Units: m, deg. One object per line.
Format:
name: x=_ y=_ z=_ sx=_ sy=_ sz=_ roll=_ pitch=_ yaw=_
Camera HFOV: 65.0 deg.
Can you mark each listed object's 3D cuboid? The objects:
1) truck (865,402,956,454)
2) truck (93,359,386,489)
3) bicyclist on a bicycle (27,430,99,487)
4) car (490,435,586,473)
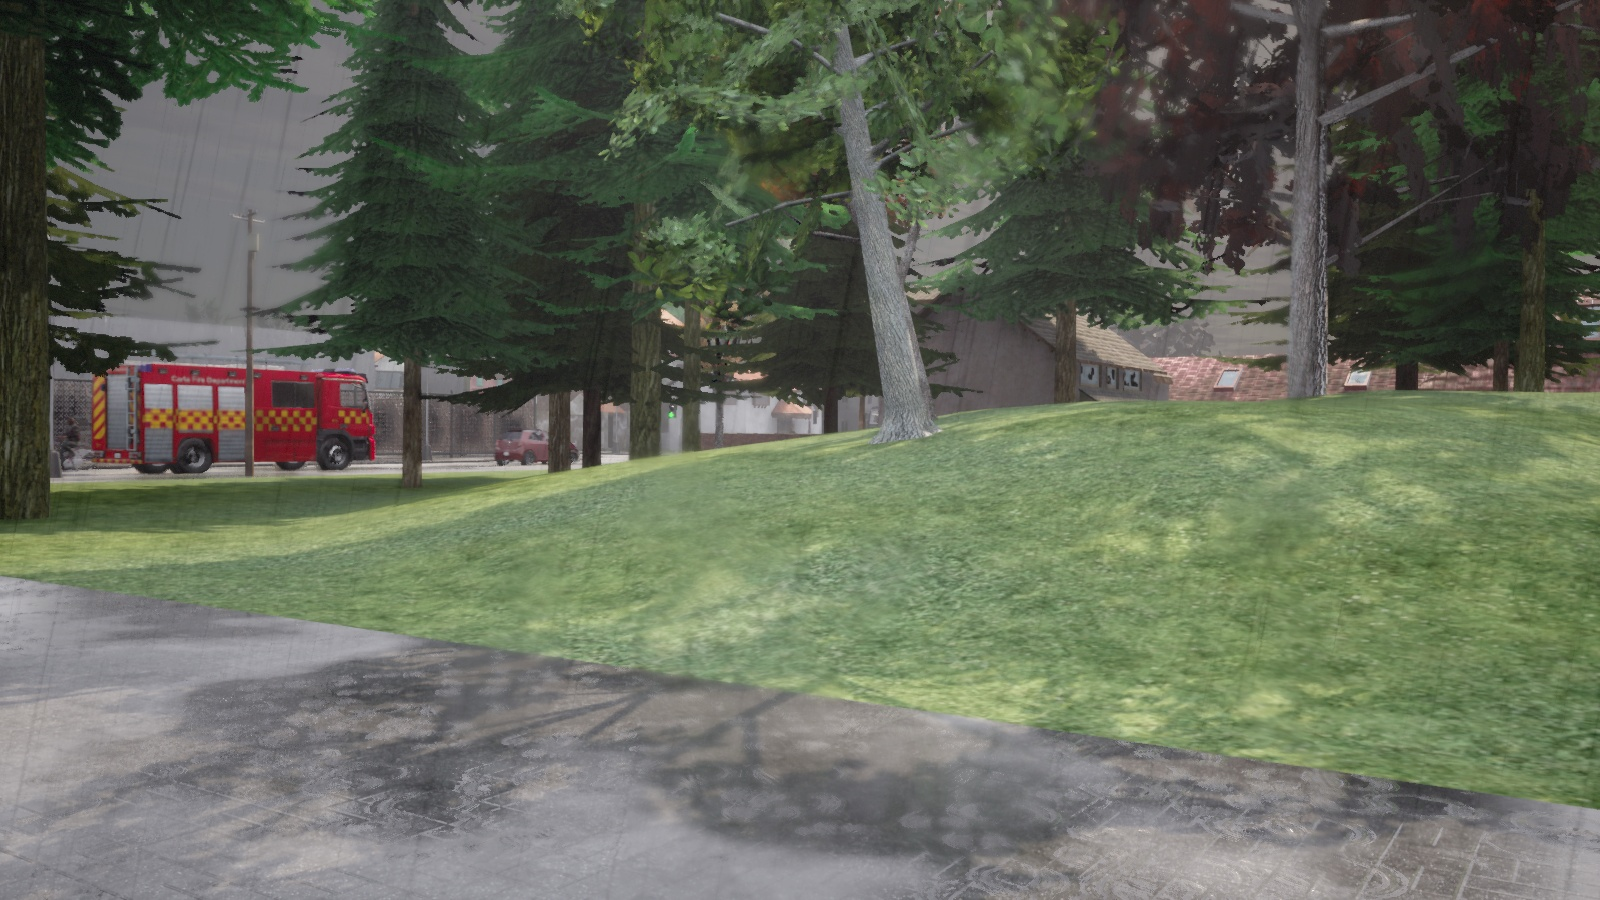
truck: x=7.773 y=-1.513 z=87.329 sx=2.891 sy=3.462 sz=7.936 roll=0 pitch=1 yaw=33
truck: x=-18.050 y=-0.832 z=41.170 sx=2.891 sy=3.827 sz=8.468 roll=0 pitch=1 yaw=34
bicyclist on a bicycle: x=-23.539 y=0.267 z=40.138 sx=0.659 sy=1.776 sz=1.843 roll=0 pitch=1 yaw=34
car: x=-10.810 y=0.133 z=52.076 sx=1.845 sy=1.501 sz=3.633 roll=0 pitch=1 yaw=33
